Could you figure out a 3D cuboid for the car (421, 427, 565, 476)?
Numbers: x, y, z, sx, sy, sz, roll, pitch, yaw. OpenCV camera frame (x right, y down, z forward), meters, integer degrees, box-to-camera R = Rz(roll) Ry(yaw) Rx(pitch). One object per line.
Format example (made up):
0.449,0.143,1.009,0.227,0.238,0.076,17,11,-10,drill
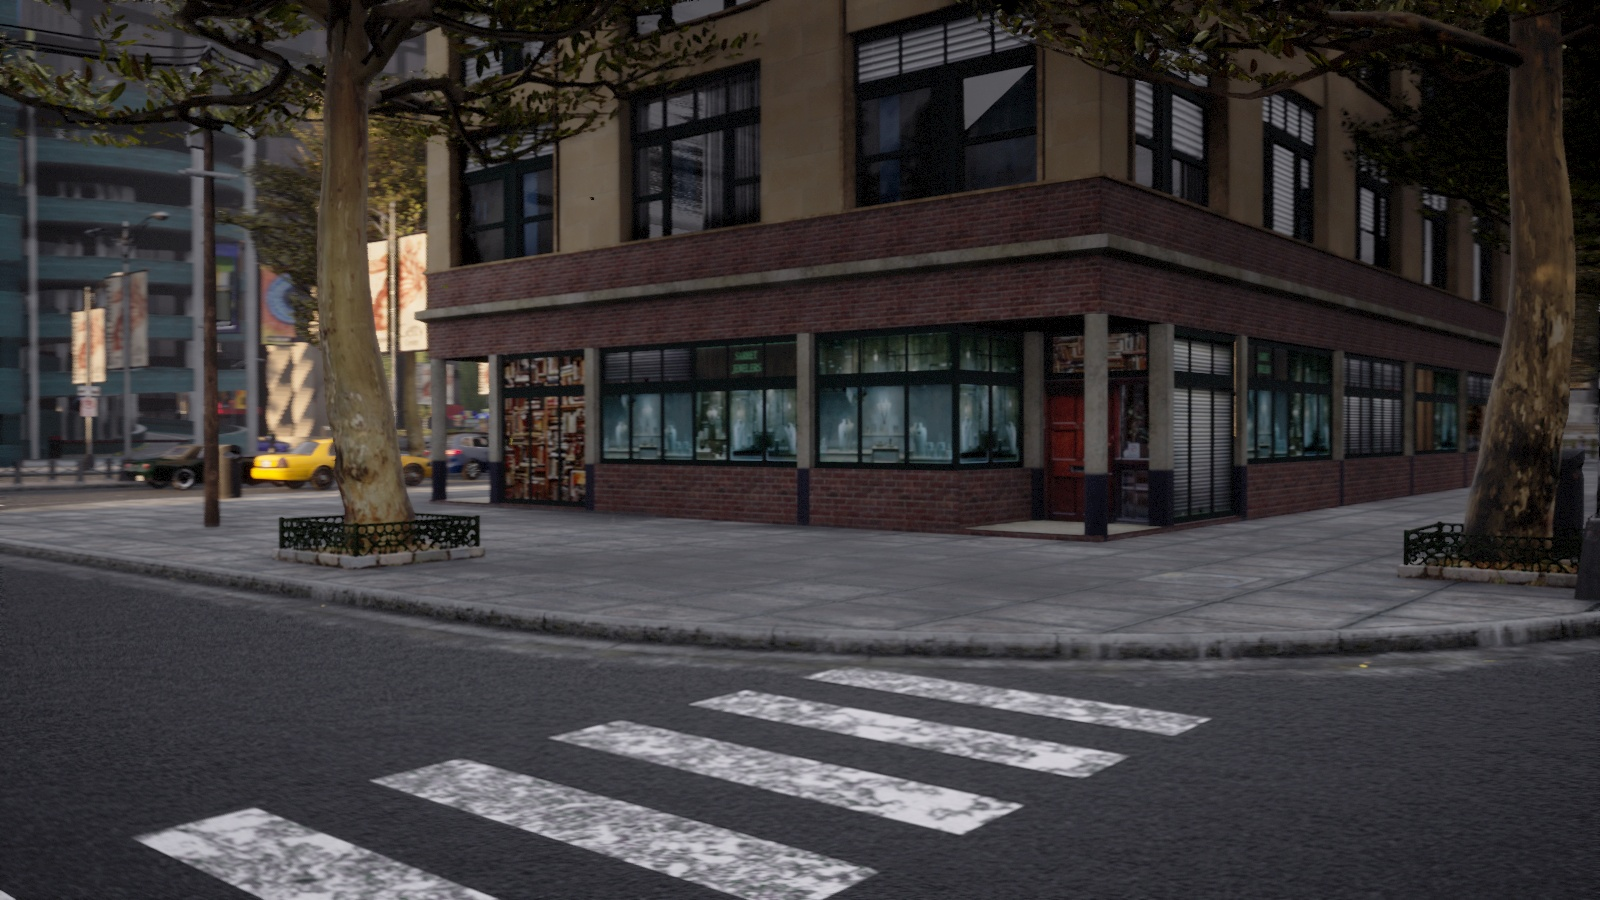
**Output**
-11.003,0.031,45.234,2.242,1.667,4.611,1,1,41,car

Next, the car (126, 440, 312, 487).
-17.368,0.356,37.754,1.895,1.301,4.718,1,1,40,car

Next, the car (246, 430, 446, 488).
-13.315,0.221,37.146,1.801,1.575,5.366,1,1,41,car
